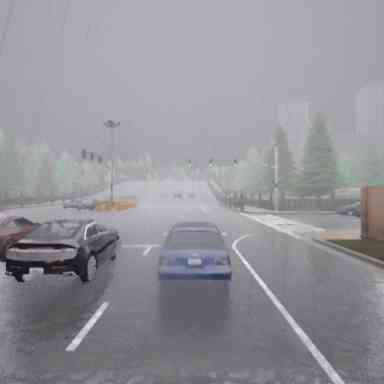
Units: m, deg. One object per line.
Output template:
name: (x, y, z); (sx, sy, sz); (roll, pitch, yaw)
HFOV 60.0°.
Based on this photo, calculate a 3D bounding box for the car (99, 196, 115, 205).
car: (-17.580, 1.742, 68.877); (2.128, 1.511, 4.902); (0, 1, 0)

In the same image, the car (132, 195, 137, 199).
car: (-14.133, 1.389, 77.917); (2.033, 1.411, 5.357); (0, 3, 0)

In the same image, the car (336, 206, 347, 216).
car: (16.863, 1.658, 33.069); (4.892, 1.490, 1.837); (0, 0, 0)

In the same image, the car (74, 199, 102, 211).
car: (-14.062, 1.735, 45.302); (1.812, 1.442, 4.674); (0, 0, -2)

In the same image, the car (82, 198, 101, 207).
car: (-17.592, 1.834, 58.550); (1.994, 1.385, 4.181); (0, 0, 0)

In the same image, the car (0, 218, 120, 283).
car: (-3.418, 1.537, 9.755); (2.128, 1.511, 4.902); (0, 0, 0)

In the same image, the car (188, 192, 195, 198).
car: (-0.191, 0.708, 87.898); (1.895, 1.301, 4.718); (0, 6, 0)

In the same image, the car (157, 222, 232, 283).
car: (0.081, 1.594, 9.856); (2.033, 1.411, 5.357); (0, 0, 0)

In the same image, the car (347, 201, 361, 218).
car: (16.566, 1.701, 29.568); (4.181, 1.385, 1.994); (0, 0, 0)

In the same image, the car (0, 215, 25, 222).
car: (-6.913, 1.583, 12.351); (1.812, 1.442, 4.674); (0, 0, 0)

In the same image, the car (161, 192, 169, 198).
car: (-7.191, 0.703, 87.911); (1.895, 1.301, 4.718); (0, 6, 0)

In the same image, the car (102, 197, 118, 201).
car: (-14.107, 1.730, 54.636); (1.882, 1.535, 5.008); (0, 0, 0)

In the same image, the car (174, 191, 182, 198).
car: (-3.690, 0.469, 87.877); (2.097, 1.767, 4.553); (0, 6, 0)

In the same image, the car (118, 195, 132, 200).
car: (-14.066, 1.615, 66.511); (2.097, 1.767, 4.553); (0, 1, 0)

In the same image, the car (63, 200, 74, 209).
car: (-17.612, 1.831, 49.735); (1.895, 1.301, 4.718); (0, 0, 0)
